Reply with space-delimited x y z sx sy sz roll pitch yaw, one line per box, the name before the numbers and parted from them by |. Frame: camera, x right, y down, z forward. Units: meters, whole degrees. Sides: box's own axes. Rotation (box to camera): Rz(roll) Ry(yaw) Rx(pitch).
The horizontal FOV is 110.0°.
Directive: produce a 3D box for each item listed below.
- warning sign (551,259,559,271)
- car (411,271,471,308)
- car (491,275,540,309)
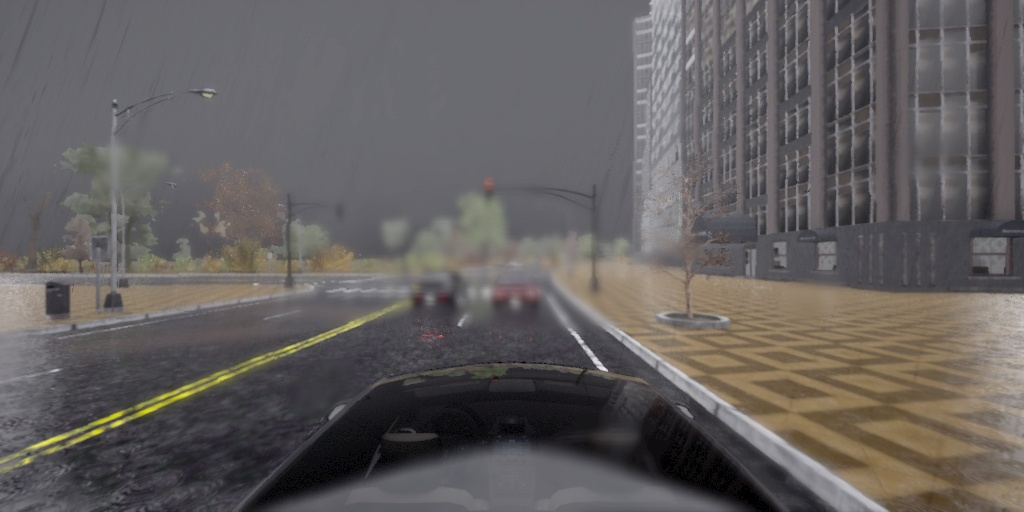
warning sign | 6.816 1.400 56.406 1.300 1.860 1.060 0 0 9
car | -3.033 1.393 16.027 1.837 1.490 4.892 0 0 2
car | 0.215 1.485 15.720 1.895 1.301 4.718 0 -1 2
